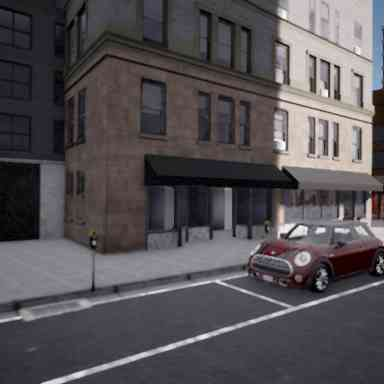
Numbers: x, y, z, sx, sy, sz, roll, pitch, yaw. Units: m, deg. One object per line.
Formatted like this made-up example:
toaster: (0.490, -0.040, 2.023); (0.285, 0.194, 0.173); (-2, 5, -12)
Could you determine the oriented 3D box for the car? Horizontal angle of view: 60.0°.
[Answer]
car: (3.405, 1.513, 8.962); (4.097, 1.590, 1.967); (1, 0, -36)
